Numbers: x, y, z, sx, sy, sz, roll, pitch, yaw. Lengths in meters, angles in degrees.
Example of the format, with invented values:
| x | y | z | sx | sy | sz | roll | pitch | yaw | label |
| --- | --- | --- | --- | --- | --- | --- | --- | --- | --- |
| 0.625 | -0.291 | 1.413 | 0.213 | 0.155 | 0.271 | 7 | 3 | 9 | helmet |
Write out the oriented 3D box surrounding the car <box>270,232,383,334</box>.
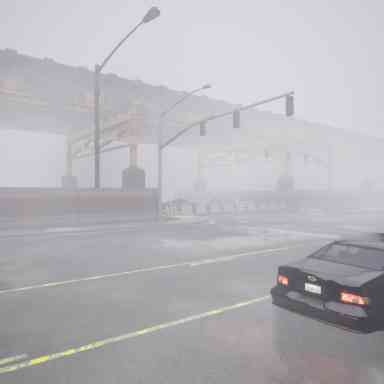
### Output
| x | y | z | sx | sy | sz | roll | pitch | yaw | label |
| --- | --- | --- | --- | --- | --- | --- | --- | --- | --- |
| 3.916 | 1.547 | 6.647 | 5.357 | 1.411 | 2.033 | 0 | 0 | -36 | car |

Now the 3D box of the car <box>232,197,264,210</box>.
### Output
| x | y | z | sx | sy | sz | roll | pitch | yaw | label |
| --- | --- | --- | --- | --- | --- | --- | --- | --- | --- |
| 6.659 | 1.295 | 42.476 | 4.536 | 1.218 | 1.853 | 0 | 0 | -8 | car |

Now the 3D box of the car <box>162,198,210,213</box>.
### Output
| x | y | z | sx | sy | sz | roll | pitch | yaw | label |
| --- | --- | --- | --- | --- | --- | --- | --- | --- | --- |
| -0.878 | 1.453 | 35.959 | 4.974 | 1.542 | 2.038 | 0 | 0 | 7 | car |

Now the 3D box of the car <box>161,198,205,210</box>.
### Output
| x | y | z | sx | sy | sz | roll | pitch | yaw | label |
| --- | --- | --- | --- | --- | --- | --- | --- | --- | --- |
| -0.929 | 1.295 | 35.965 | 4.536 | 1.218 | 1.853 | 0 | 0 | 7 | car |

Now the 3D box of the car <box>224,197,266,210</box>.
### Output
| x | y | z | sx | sy | sz | roll | pitch | yaw | label |
| --- | --- | --- | --- | --- | --- | --- | --- | --- | --- |
| 6.710 | 1.453 | 42.483 | 4.974 | 1.542 | 2.038 | 0 | 0 | -8 | car |

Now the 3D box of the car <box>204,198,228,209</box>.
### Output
| x | y | z | sx | sy | sz | roll | pitch | yaw | label |
| --- | --- | --- | --- | --- | --- | --- | --- | --- | --- |
| 2.854 | 1.295 | 38.732 | 1.853 | 1.218 | 4.536 | 0 | 0 | 17 | car |

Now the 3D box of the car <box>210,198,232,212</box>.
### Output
| x | y | z | sx | sy | sz | roll | pitch | yaw | label |
| --- | --- | --- | --- | --- | --- | --- | --- | --- | --- |
| 2.839 | 1.453 | 38.683 | 2.038 | 1.542 | 4.974 | 0 | 0 | 17 | car |
